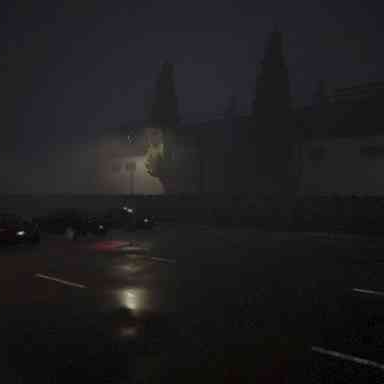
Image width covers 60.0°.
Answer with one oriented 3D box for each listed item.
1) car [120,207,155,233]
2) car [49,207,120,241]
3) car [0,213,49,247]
[{"bbox_3d":[-4.204,1.570,19.765,4.181,1.385,1.994,0,0,36],"label":"car"},{"bbox_3d":[-6.236,1.482,16.916,5.008,1.535,1.882,0,0,36],"label":"car"},{"bbox_3d":[-8.269,1.570,14.066,4.181,1.385,1.994,0,0,36],"label":"car"}]
